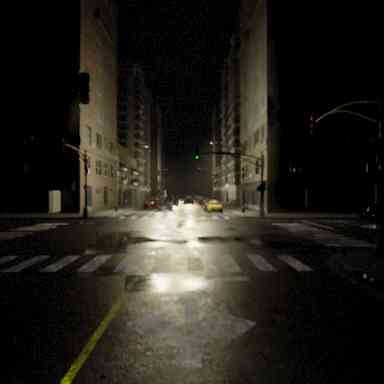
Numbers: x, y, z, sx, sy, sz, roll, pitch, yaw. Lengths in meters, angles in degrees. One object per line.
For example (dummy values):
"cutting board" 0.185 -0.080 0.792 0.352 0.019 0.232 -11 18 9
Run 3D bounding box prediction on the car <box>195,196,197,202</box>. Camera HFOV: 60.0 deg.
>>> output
"car" 2.243 1.811 66.229 2.008 1.369 4.403 0 0 -1

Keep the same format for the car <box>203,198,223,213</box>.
"car" 2.630 1.686 38.772 1.752 1.417 4.829 0 0 -1

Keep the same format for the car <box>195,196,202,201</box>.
"car" 1.852 1.927 93.855 1.802 1.307 4.206 0 0 -1

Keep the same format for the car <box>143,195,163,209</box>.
"car" -6.048 1.517 49.534 2.192 1.841 5.009 0 0 -1

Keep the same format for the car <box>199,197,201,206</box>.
"car" 2.477 1.753 49.653 2.008 1.369 4.403 0 0 -1

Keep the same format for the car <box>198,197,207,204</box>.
"car" 2.164 1.860 71.754 1.802 1.307 4.206 0 0 -1

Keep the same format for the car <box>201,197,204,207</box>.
"car" 2.554 1.621 44.128 1.967 1.590 4.097 0 0 -1

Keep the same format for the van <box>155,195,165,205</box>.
"van" -6.283 1.601 66.110 1.690 1.788 3.998 0 0 -1

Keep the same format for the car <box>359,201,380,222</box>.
"car" 16.184 1.317 26.076 5.566 2.045 2.150 0 0 -1

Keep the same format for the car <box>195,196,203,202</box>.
"car" 1.930 1.879 88.330 2.008 1.369 4.403 0 0 -1

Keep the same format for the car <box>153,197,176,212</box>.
"car" -3.351 1.676 41.641 1.837 1.490 4.892 0 0 -1

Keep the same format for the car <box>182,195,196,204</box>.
"car" -0.642 1.790 68.093 1.812 1.442 4.674 0 0 -1

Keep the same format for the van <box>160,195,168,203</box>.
"van" -6.436 1.637 77.159 1.690 1.788 3.998 0 0 -1

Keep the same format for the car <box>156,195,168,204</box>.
"car" -6.361 1.593 71.635 2.192 1.841 5.009 0 0 -1

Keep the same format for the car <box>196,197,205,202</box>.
"car" 2.008 1.863 82.805 2.008 1.369 4.403 0 0 -1

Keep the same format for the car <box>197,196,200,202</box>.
"car" 2.320 1.786 60.704 1.887 1.381 4.507 0 0 -1

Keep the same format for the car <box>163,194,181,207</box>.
"car" -3.543 1.454 58.325 2.150 2.045 5.566 0 0 0
